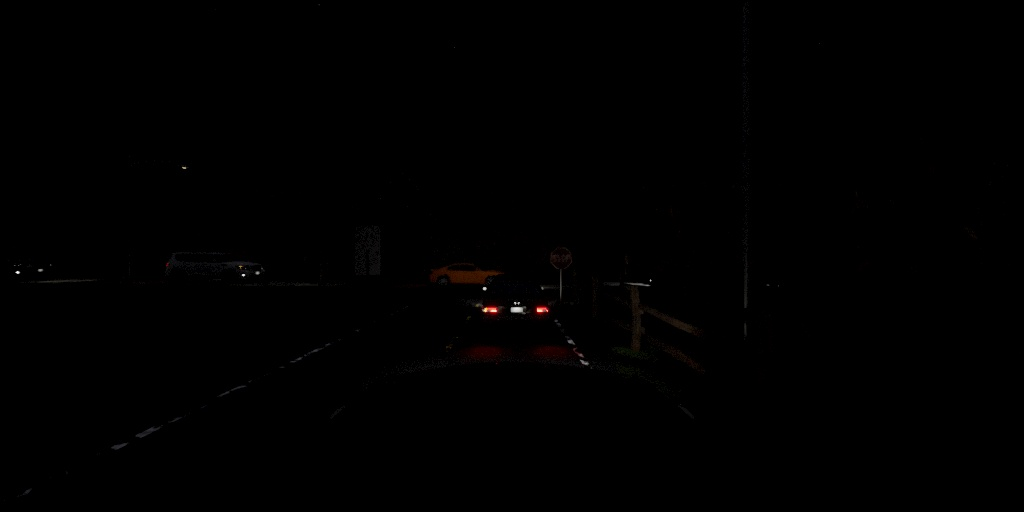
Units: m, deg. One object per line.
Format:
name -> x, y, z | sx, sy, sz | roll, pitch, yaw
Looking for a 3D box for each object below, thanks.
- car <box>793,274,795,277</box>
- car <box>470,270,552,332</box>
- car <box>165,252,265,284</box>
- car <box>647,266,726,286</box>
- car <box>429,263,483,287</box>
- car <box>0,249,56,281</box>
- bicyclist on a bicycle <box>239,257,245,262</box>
car -> 23.301, 1.536, 26.414 | 4.892, 1.490, 1.837 | 1, 0, 0
car -> 0.060, 1.297, 10.844 | 2.033, 1.411, 5.357 | 0, 0, -1
car -> -19.675, 0.755, 23.850 | 5.566, 2.045, 2.150 | 1, 0, 0
car -> 12.920, 1.458, 26.509 | 5.357, 1.411, 2.033 | 1, 0, 0
car -> -2.902, 1.208, 23.700 | 5.008, 1.535, 1.882 | 0, 0, 1
car -> -34.287, 0.568, 23.978 | 5.566, 2.045, 2.150 | 1, 0, 0
bicyclist on a bicycle -> -22.504, 0.930, 29.853 | 0.582, 1.620, 1.656 | 1, 0, 1
